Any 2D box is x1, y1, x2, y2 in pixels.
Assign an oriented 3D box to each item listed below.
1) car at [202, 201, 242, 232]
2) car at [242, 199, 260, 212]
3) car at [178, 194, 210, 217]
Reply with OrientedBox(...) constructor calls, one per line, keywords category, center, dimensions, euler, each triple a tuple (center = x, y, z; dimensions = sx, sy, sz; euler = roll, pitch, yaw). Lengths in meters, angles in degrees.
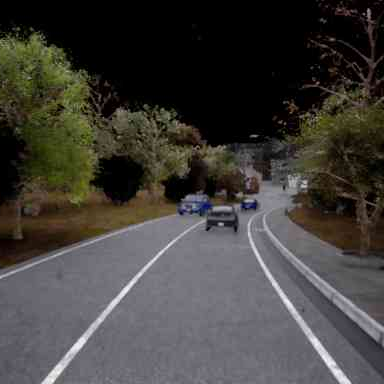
OrientedBox(category="car", center=(1.986, 1.535, 20.700), dimensions=(1.837, 1.490, 4.892), euler=(1, 0, 9))
OrientedBox(category="car", center=(7.433, 1.601, 42.146), dimensions=(1.882, 1.535, 5.008), euler=(2, 0, 18))
OrientedBox(category="car", center=(0.361, 1.199, 31.213), dimensions=(2.150, 2.045, 5.566), euler=(1, 0, 14))
